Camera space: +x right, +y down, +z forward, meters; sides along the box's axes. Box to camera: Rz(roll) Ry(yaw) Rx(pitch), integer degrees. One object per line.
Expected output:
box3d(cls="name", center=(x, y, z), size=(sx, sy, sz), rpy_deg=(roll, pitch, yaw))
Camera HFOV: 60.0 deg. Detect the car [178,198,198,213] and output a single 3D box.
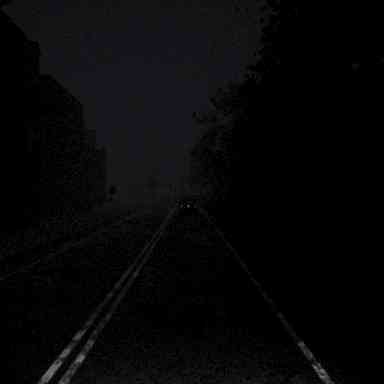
box3d(cls="car", center=(-0.385, 1.356, 33.681), size=(2.033, 1.411, 5.357), rpy_deg=(0, 1, -1))
